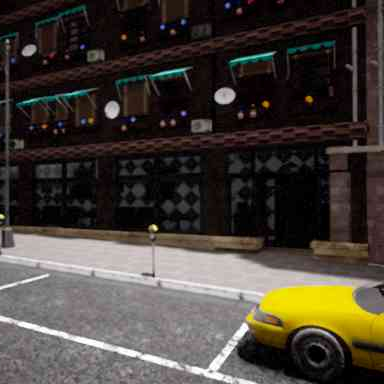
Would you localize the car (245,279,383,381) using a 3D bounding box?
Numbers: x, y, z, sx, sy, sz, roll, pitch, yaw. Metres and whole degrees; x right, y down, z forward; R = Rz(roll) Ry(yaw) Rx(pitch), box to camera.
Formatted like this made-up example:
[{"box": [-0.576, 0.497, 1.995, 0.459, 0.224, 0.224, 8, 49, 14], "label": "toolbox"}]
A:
[{"box": [3.133, 1.594, 4.110, 4.829, 1.417, 1.752, 1, -1, 25], "label": "car"}]
